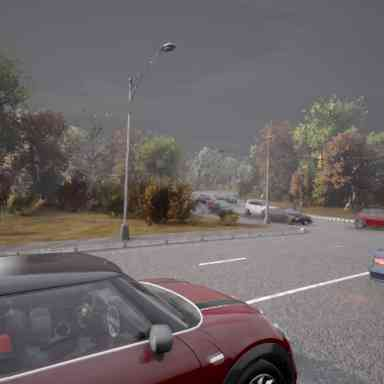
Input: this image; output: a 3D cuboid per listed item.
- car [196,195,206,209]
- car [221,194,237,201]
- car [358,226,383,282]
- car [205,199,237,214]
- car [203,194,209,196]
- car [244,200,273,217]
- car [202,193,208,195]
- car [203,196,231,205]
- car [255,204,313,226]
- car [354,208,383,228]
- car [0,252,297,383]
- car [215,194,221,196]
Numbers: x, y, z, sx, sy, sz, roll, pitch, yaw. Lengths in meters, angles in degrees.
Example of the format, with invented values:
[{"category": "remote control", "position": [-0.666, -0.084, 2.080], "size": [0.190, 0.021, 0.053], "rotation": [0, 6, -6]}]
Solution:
[{"category": "car", "position": [0.151, 1.630, 51.842], "size": [2.097, 1.767, 4.553], "rotation": [3, 1, -14]}, {"category": "car", "position": [7.770, 1.652, 67.423], "size": [1.837, 1.490, 4.892], "rotation": [2, 2, -9]}, {"category": "car", "position": [6.612, 1.665, 8.480], "size": [5.357, 1.411, 2.033], "rotation": [2, -1, -36]}, {"category": "car", "position": [3.714, 2.052, 40.568], "size": [1.837, 1.490, 4.892], "rotation": [3, 0, -20]}, {"category": "car", "position": [1.319, 1.625, 62.536], "size": [1.895, 1.301, 4.718], "rotation": [2, 2, -10]}, {"category": "car", "position": [8.229, 1.958, 38.578], "size": [2.150, 2.045, 5.566], "rotation": [3, 0, -22]}, {"category": "car", "position": [3.012, 1.058, 78.414], "size": [2.128, 1.511, 4.902], "rotation": [2, 2, -1]}, {"category": "car", "position": [3.834, 1.942, 51.526], "size": [1.882, 1.535, 5.008], "rotation": [3, 1, -15]}, {"category": "car", "position": [8.257, 2.140, 29.557], "size": [2.033, 1.411, 5.357], "rotation": [3, -1, -23]}, {"category": "car", "position": [14.760, 2.067, 25.054], "size": [2.097, 1.767, 4.553], "rotation": [3, -2, -28]}, {"category": "car", "position": [-1.145, 1.354, 2.929], "size": [4.553, 1.767, 2.097], "rotation": [0, 0, -36]}, {"category": "car", "position": [6.467, 1.180, 79.493], "size": [1.994, 1.385, 4.181], "rotation": [2, 2, -1]}]
